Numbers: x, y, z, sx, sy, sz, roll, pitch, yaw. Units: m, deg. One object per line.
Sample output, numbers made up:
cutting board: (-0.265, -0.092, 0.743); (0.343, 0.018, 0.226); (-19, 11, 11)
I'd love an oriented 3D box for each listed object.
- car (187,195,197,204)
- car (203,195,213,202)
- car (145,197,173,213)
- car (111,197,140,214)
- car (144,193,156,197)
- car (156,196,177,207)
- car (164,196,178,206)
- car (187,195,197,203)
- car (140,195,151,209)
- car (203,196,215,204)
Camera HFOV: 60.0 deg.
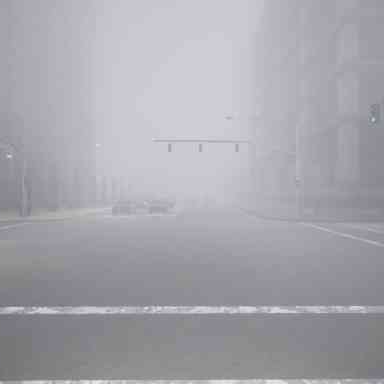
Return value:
car: (0.009, 1.491, 64.309); (2.128, 1.511, 4.902); (0, 0, 0)
car: (3.511, 1.507, 73.695); (1.812, 1.442, 4.674); (0, 0, 0)
car: (-3.595, 1.547, 37.082); (2.033, 1.411, 5.357); (0, 0, 0)
car: (-7.095, 1.505, 34.913); (1.837, 1.490, 4.892); (0, 0, 0)
car: (-7.081, 1.223, 55.759); (2.150, 2.045, 5.566); (0, 0, 0)
car: (-3.592, 1.477, 46.728); (1.882, 1.535, 5.008); (0, 0, 0)
car: (-3.574, 1.491, 57.091); (2.128, 1.511, 4.902); (0, 0, 0)
car: (0.011, 1.508, 73.696); (2.128, 1.511, 4.902); (0, 0, 0)
car: (-7.091, 1.505, 44.317); (1.837, 1.490, 4.892); (0, 0, 0)
car: (3.510, 1.491, 64.620); (2.128, 1.511, 4.902); (0, 0, 0)
